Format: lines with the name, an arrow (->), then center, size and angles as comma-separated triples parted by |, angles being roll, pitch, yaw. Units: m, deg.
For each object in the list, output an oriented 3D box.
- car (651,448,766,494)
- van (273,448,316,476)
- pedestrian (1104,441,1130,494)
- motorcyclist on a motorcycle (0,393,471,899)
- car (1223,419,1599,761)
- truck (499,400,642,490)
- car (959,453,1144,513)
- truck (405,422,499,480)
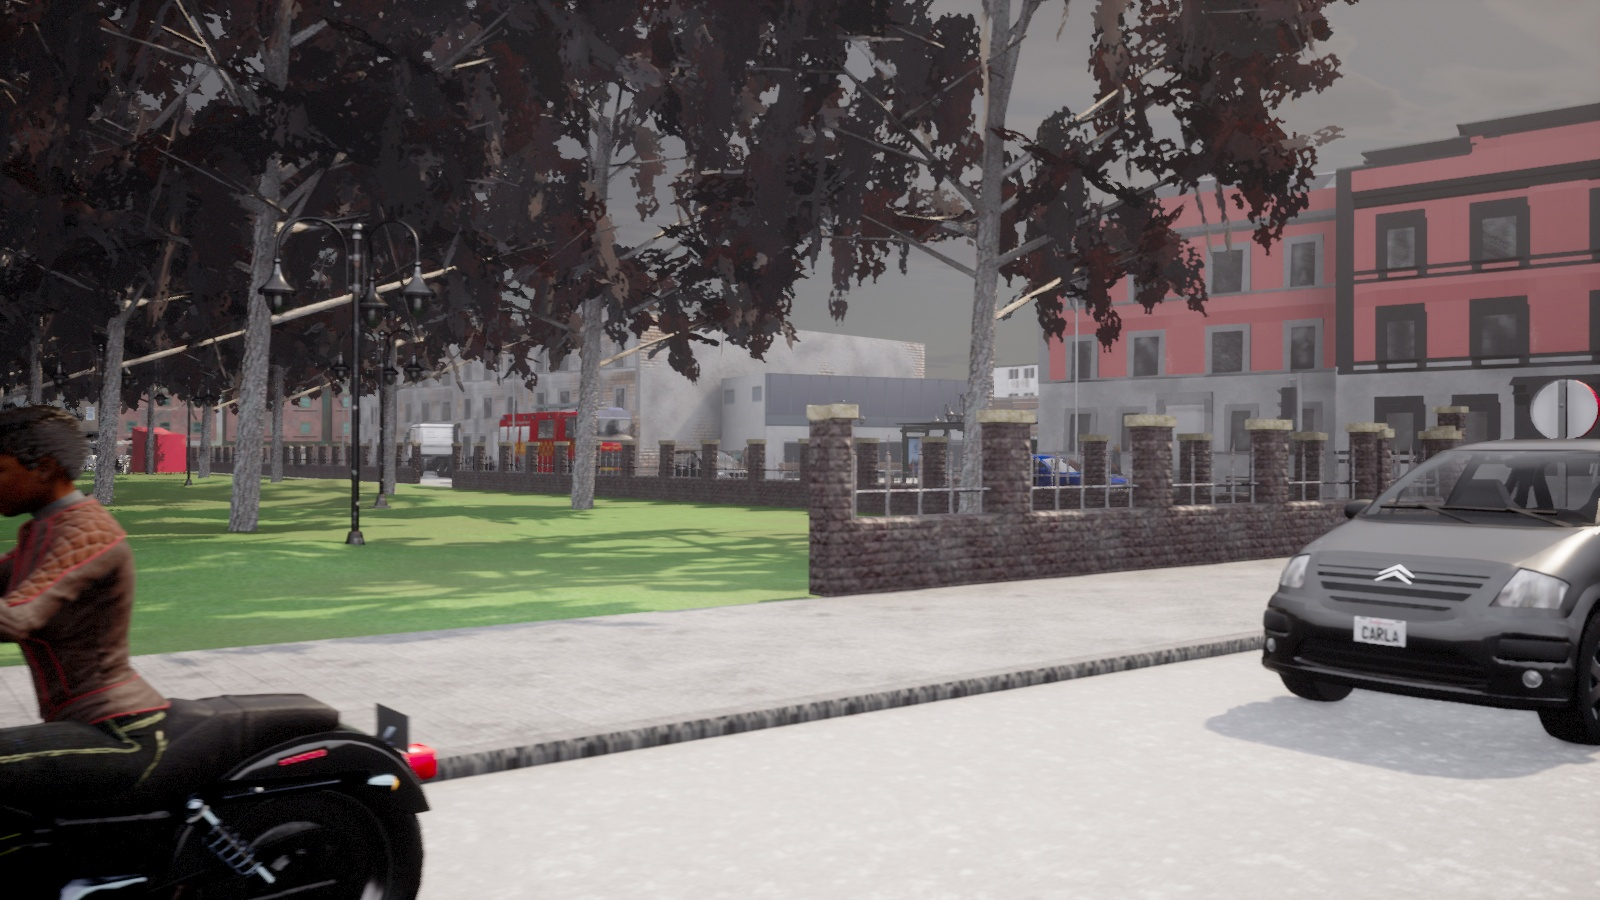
car -> -3.572, 0.769, 48.204 | 2.242, 1.667, 4.611 | 0, 0, -37
van -> -36.962, 0.869, 91.705 | 1.775, 1.987, 4.442 | 0, 0, -37
pedestrian -> 11.076, 0.604, 43.827 | 0.540, 1.848, 0.694 | 0, 0, -34
motorcyclist on a motorcycle -> -2.013, 0.707, 2.832 | 2.350, 1.649, 0.766 | 0, 0, -39
car -> 4.623, 0.667, 7.904 | 3.988, 1.617, 1.851 | 0, 0, -39
truck -> -10.629, -0.201, 57.412 | 2.891, 3.827, 8.468 | 0, 0, -37
car -> 6.834, 0.843, 34.643 | 1.882, 1.535, 5.008 | 0, 0, -37
truck -> -21.904, 0.073, 78.673 | 2.891, 3.462, 7.936 | 0, 0, -38
